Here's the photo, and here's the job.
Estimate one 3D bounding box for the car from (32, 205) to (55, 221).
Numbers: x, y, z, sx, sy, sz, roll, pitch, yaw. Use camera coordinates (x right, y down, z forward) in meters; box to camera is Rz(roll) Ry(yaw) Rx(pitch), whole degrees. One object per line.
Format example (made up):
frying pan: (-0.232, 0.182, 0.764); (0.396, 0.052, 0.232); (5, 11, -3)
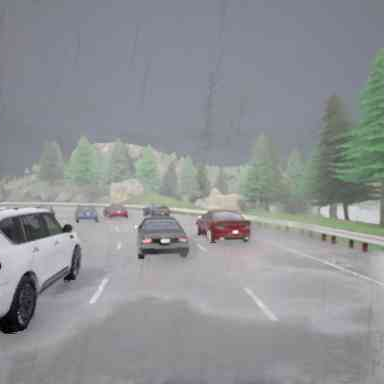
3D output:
car: (-14.809, 2.035, 33.090); (1.895, 1.301, 4.718); (0, -1, -25)

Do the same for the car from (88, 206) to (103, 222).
car: (-9.629, 1.925, 30.068); (2.033, 1.411, 5.357); (0, -1, -22)

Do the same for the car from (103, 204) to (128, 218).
car: (-8.187, 1.993, 35.216); (1.994, 1.385, 4.181); (0, -1, -25)

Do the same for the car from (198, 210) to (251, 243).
car: (1.464, 1.664, 17.223); (1.882, 1.535, 5.008); (0, -1, -11)

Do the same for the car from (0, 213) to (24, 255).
car: (-8.386, 1.688, 13.029); (1.837, 1.490, 4.892); (0, -1, -10)

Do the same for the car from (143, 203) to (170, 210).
car: (-3.665, 1.884, 33.676); (2.128, 1.511, 4.902); (0, -1, -22)

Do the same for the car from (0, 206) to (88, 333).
car: (-3.977, 1.317, 7.024); (2.150, 2.045, 5.566); (0, -1, -5)

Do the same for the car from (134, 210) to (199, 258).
car: (-1.317, 1.705, 13.532); (2.033, 1.411, 5.357); (0, -1, -10)
